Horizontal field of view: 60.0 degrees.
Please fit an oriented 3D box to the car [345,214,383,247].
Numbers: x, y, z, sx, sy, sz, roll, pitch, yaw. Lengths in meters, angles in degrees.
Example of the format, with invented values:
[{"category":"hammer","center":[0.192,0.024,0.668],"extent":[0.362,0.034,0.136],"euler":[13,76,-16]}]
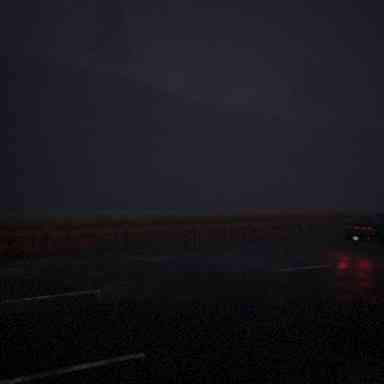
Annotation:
[{"category":"car","center":[8.966,1.686,14.412],"extent":[4.902,1.511,2.128],"euler":[0,-1,-20]}]
